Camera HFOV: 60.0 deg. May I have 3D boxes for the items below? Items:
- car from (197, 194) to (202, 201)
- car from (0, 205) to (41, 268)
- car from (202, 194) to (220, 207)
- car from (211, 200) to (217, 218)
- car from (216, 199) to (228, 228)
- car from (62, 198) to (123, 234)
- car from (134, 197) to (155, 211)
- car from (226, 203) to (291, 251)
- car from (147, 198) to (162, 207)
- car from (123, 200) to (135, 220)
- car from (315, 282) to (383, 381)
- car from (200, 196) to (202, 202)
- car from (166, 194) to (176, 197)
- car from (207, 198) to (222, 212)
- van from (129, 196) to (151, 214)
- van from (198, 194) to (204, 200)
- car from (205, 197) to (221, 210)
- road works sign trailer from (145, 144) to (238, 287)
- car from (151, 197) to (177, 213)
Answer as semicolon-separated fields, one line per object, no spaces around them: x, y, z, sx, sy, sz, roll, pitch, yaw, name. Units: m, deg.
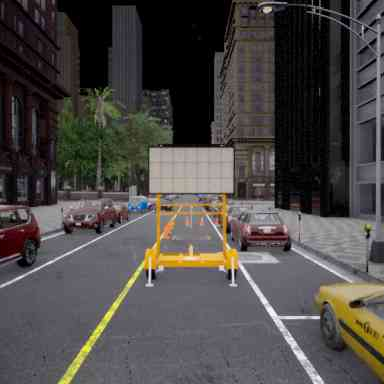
2.629;1.573;78.470;1.947;1.339;4.313;0;0;0;car
-5.782;1.315;8.628;2.192;1.841;5.009;0;0;0;car
2.689;1.324;41.183;2.192;1.841;5.009;0;0;0;car
2.716;1.548;24.908;1.887;1.381;4.507;0;0;0;car
2.726;1.441;19.483;1.967;1.590;4.097;0;0;0;car
-5.800;1.317;19.480;2.192;1.841;5.009;0;0;0;car
-5.836;1.449;41.185;1.967;1.590;4.097;0;0;0;car
2.735;1.440;14.057;1.967;1.590;4.097;0;0;0;car
-5.853;1.593;52.037;1.802;1.307;4.206;0;0;0;car
-5.808;1.548;24.906;1.887;1.381;4.507;0;0;0;car
2.753;1.525;3.378;1.752;1.417;4.829;0;0;0;car
2.672;1.576;52.033;1.947;1.339;4.313;0;0;0;car
-5.906;1.556;83.896;2.008;1.369;4.403;0;0;0;car
2.708;1.556;30.332;2.008;1.369;4.403;0;0;0;car
-5.827;1.349;35.758;1.690;1.788;3.998;0;0;0;van
2.601;1.341;94.731;1.690;1.788;3.998;0;0;0;van
2.699;1.533;35.928;1.752;1.417;4.829;0;0;0;car
-0.016;0.464;9.327;2.380;3.560;2.880;0;0;0;road works sign trailer
-3.062;1.556;37.212;2.033;1.411;5.357;0;0;0;car
